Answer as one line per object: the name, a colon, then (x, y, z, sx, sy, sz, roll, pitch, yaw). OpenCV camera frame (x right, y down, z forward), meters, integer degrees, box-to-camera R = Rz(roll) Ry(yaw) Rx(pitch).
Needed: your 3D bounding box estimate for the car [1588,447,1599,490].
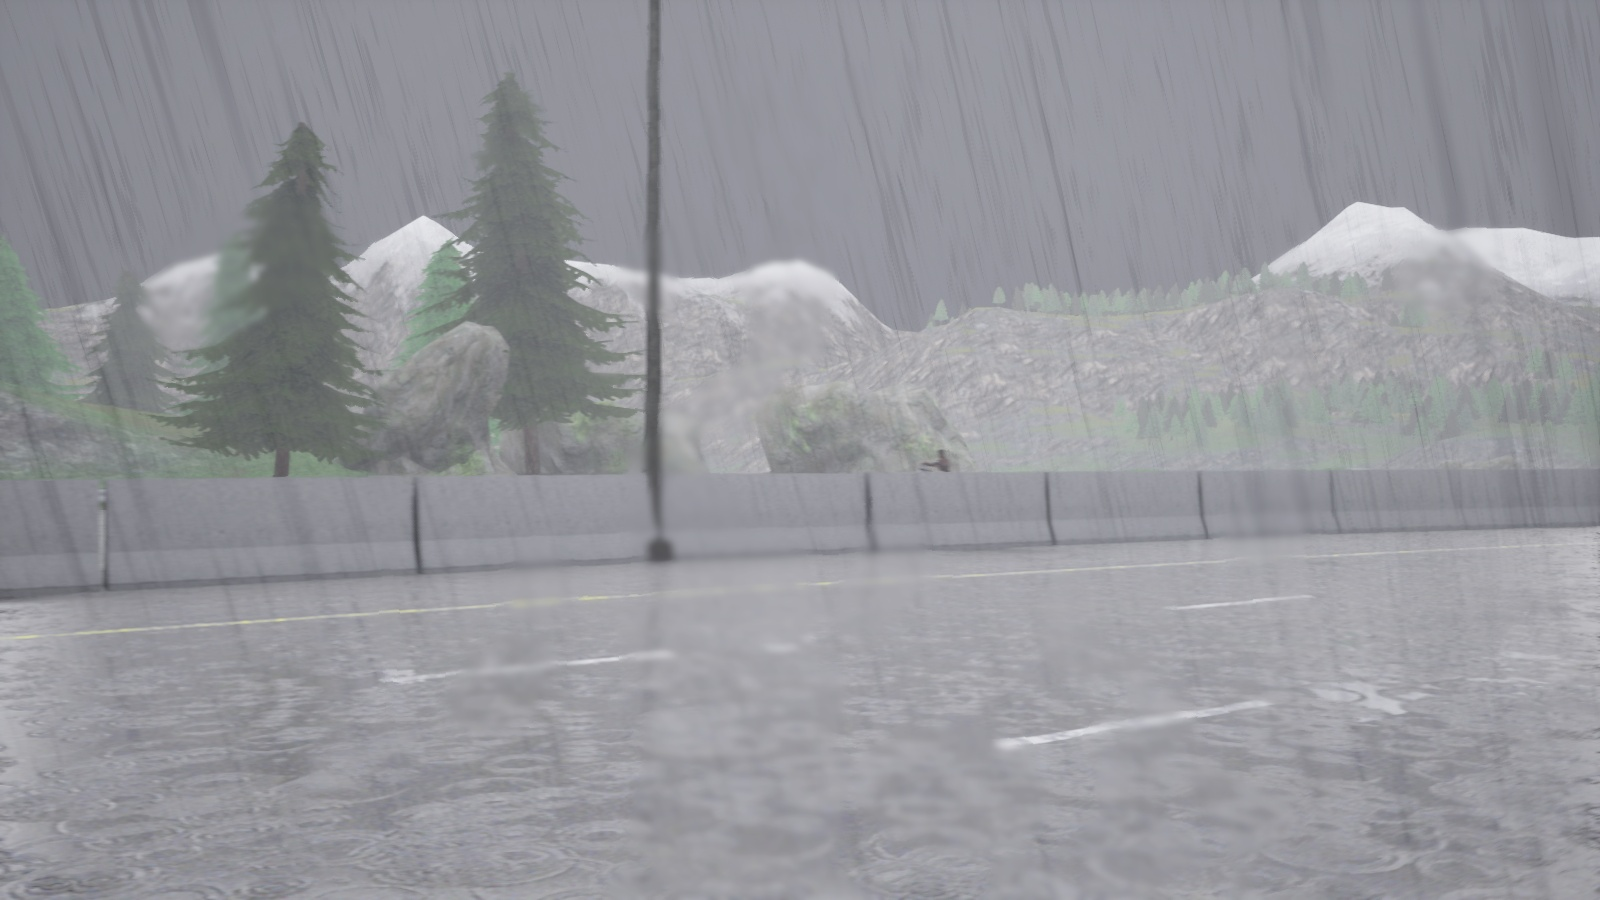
car: (33.426, 0.715, 48.724, 4.856, 1.649, 2.033, 0, 0, -14)
